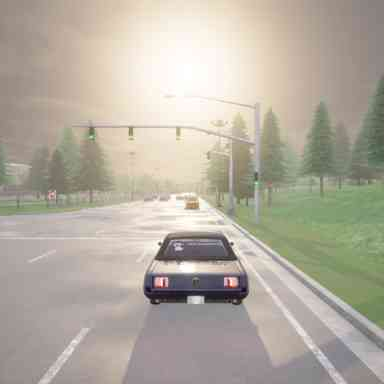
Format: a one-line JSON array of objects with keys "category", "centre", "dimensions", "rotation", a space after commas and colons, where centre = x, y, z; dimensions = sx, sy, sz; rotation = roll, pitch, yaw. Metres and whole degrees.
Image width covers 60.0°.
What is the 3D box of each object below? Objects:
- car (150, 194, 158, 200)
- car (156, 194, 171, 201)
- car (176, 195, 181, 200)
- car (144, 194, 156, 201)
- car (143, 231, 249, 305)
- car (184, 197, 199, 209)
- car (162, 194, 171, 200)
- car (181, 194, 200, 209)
[{"category": "car", "centre": [-10.354, 1.332, 90.760], "dimensions": [1.837, 1.490, 4.892], "rotation": [0, 0, 0]}, {"category": "car", "centre": [-6.871, 1.531, 80.334], "dimensions": [2.033, 1.411, 5.357], "rotation": [0, 0, 0]}, {"category": "car", "centre": [-3.353, 1.553, 91.162], "dimensions": [1.994, 1.385, 4.181], "rotation": [0, 0, 0]}, {"category": "car", "centre": [-10.371, 1.531, 80.340], "dimensions": [2.033, 1.411, 5.357], "rotation": [0, 0, 0]}, {"category": "car", "centre": [0.092, 1.601, 8.035], "dimensions": [1.895, 1.301, 4.718], "rotation": [0, 0, 0]}, {"category": "car", "centre": [-0.012, 1.576, 49.703], "dimensions": [2.033, 1.411, 5.357], "rotation": [-1, 1, 1]}, {"category": "car", "centre": [-6.854, 1.372, 90.754], "dimensions": [2.033, 1.411, 5.357], "rotation": [0, 0, 0]}, {"category": "car", "centre": [-0.073, 1.094, 46.174], "dimensions": [1.882, 1.535, 5.008], "rotation": [-3, 16, -4]}]
